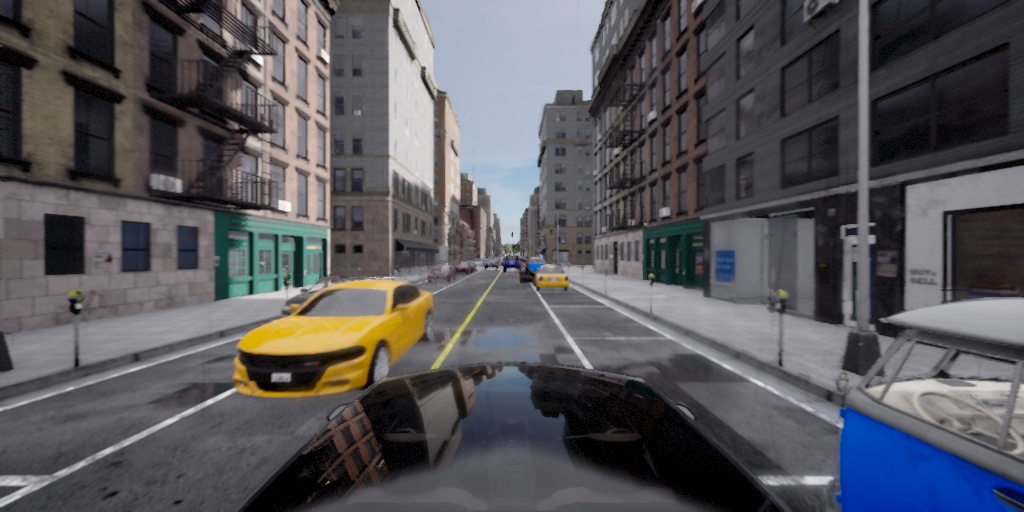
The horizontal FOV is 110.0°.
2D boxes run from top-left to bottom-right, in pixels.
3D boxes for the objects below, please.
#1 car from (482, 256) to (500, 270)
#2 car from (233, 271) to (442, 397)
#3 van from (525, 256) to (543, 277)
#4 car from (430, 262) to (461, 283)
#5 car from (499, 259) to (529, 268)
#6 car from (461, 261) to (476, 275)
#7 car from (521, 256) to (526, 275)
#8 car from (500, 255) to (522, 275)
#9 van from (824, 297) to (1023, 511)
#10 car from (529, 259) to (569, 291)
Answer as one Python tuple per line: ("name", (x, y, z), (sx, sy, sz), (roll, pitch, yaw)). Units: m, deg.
("car", (-2.743, 1.016, 48.881), (1.837, 1.490, 4.892), (0, 0, 0))
("car", (-2.850, 1.223, 6.925), (1.882, 1.535, 5.008), (0, 0, 0))
("van", (2.643, 1.060, 38.990), (1.690, 1.789, 3.998), (0, 0, 0))
("car", (-5.384, 1.311, 27.970), (1.802, 1.307, 4.207), (0, 0, 0))
("car", (0.244, 1.217, 58.335), (4.674, 1.442, 1.812), (0, 0, 35))
("car", (-5.382, 1.265, 38.992), (1.888, 1.381, 4.507), (0, 0, 0))
("car", (2.644, 1.028, 44.502), (2.192, 1.841, 5.009), (0, 0, 0))
("car", (0.067, 0.928, 45.020), (2.150, 2.045, 5.566), (0, -1, 1))
("van", (2.637, 1.092, 0.413), (1.690, 1.789, 3.998), (0, 0, 0))
("car", (2.228, 1.191, 21.507), (1.801, 1.575, 5.366), (0, 0, 0))
